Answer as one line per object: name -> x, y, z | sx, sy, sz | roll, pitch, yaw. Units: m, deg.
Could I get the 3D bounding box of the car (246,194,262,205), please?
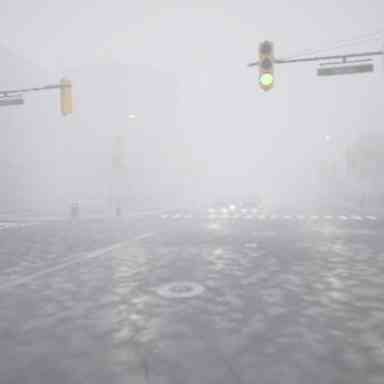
car -> 9.338, 1.100, 49.676 | 2.033, 1.411, 5.357 | -1, 0, 14

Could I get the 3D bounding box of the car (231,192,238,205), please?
car -> 5.808, 1.087, 49.921 | 2.128, 1.511, 4.902 | -1, 0, 14

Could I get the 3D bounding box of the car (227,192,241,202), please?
car -> 7.457, 0.861, 59.746 | 2.097, 1.767, 4.553 | -1, 0, 3

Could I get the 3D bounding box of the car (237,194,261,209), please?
car -> 6.987, 1.194, 39.946 | 2.033, 1.411, 5.357 | -1, 0, 14

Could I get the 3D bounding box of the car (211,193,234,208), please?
car -> 3.582, 1.189, 40.770 | 1.837, 1.490, 4.892 | -1, 0, 14

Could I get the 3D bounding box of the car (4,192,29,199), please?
car -> -40.751, 1.030, 77.201 | 5.566, 2.045, 2.435 | -1, 0, 13

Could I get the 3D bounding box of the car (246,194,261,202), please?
car -> 10.958, 1.030, 59.554 | 1.994, 1.385, 4.181 | -1, 0, 3
